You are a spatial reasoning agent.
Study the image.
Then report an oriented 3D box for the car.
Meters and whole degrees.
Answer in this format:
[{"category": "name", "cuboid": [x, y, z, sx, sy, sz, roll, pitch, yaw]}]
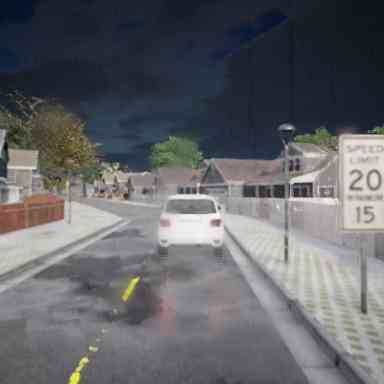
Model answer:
[{"category": "car", "cuboid": [-0.045, 1.125, 12.745, 2.150, 2.045, 5.566, 0, 0, 0]}]
